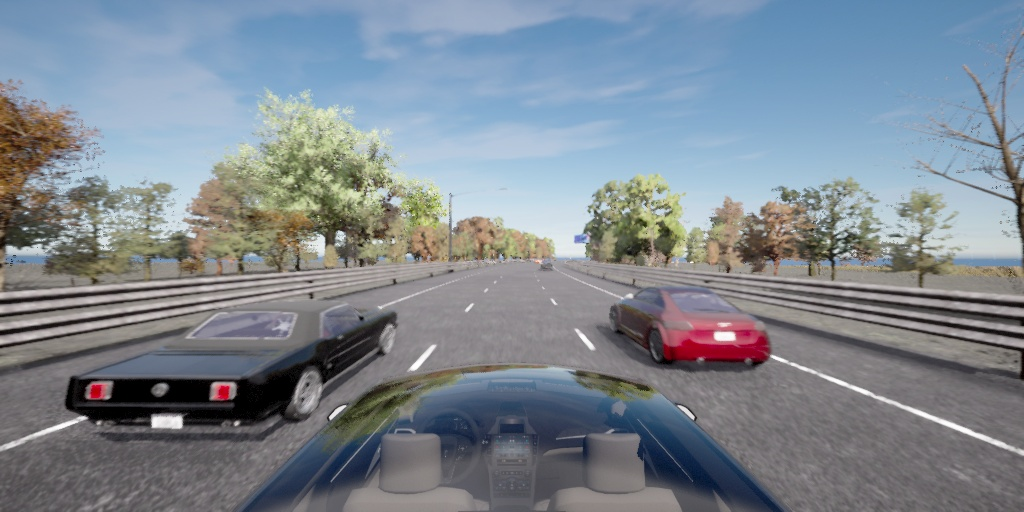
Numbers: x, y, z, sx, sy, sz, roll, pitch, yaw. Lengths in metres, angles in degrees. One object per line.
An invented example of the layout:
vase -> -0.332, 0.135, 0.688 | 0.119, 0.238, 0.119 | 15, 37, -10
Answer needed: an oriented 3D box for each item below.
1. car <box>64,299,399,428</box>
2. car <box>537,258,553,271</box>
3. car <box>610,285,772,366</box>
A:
car -> -3.385, 1.349, 5.756 | 1.895, 1.301, 4.718 | 0, 0, 0
car -> 5.246, 1.451, 54.847 | 2.128, 1.511, 4.902 | 0, 0, 4
car -> 3.634, 1.342, 8.109 | 1.994, 1.385, 4.181 | 0, 0, 0
